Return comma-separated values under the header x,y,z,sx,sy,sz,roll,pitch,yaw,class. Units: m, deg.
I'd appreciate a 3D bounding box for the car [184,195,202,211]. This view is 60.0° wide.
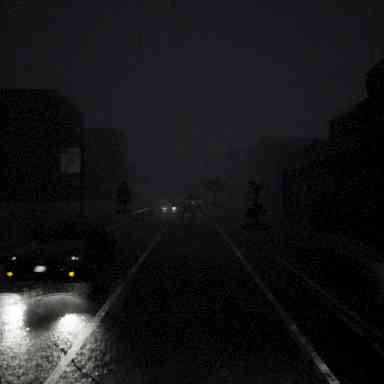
x,y,z,sx,sy,sz,roll,pitch,yaw,class
0.137,1.358,43.069,2.150,2.045,5.566,0,0,0,car

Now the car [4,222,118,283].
x,y,z,sx,sy,sz,roll,pitch,yaw,class
-3.489,1.581,9.627,1.994,1.385,4.181,0,0,0,car

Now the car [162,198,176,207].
x,y,z,sx,sy,sz,roll,pitch,yaw,class
-3.545,1.689,53.307,1.812,1.442,4.674,0,0,0,car
